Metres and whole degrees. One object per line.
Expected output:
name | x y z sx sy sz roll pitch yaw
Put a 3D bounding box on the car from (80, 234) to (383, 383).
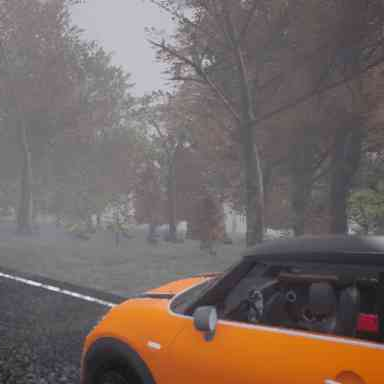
car | 1.030 1.200 3.005 4.553 1.767 2.097 -5 -2 35
